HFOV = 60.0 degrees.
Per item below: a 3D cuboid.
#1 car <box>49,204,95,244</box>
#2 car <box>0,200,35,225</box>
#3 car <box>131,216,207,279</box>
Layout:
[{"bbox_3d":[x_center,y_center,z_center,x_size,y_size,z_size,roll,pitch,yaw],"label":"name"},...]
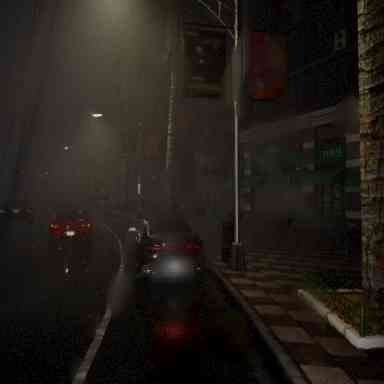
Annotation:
[{"bbox_3d":[-5.635,1.520,15.774,1.812,1.442,4.674,0,0,-17],"label":"car"},{"bbox_3d":[-12.716,1.340,24.298,2.097,1.767,4.553,0,0,-24],"label":"car"},{"bbox_3d":[-0.838,1.502,10.176,1.837,1.490,4.892,0,0,-10],"label":"car"}]
